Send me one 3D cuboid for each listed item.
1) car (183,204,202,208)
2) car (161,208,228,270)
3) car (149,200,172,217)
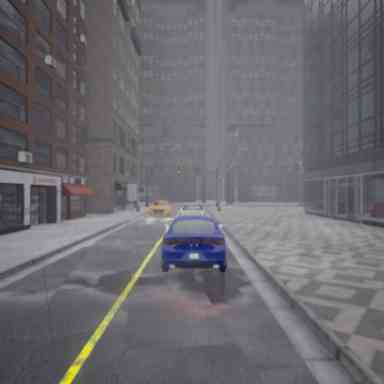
[{"bbox_3d":[0.072,1.697,27.990,1.895,1.301,4.718,0,0,0],"label":"car"},{"bbox_3d":[0.066,1.512,11.135,1.882,1.535,5.008,0,0,0],"label":"car"},{"bbox_3d":[-3.097,1.594,33.396,1.882,1.535,5.008,0,0,0],"label":"car"}]
